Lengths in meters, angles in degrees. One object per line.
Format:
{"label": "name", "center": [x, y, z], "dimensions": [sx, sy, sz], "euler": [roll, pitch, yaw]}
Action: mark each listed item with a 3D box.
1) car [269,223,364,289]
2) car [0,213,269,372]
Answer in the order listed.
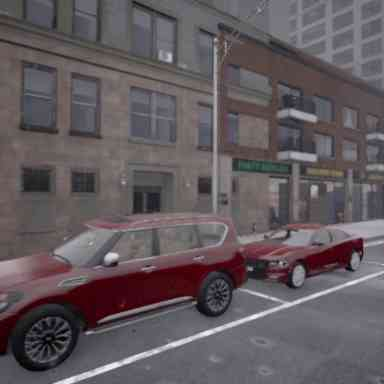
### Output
{"label": "car", "center": [3.152, 1.594, 9.391], "dimensions": [4.507, 1.381, 1.887], "euler": [0, 0, -38]}
{"label": "car", "center": [-1.156, 1.368, 6.000], "dimensions": [5.009, 1.841, 2.192], "euler": [0, 0, -38]}
